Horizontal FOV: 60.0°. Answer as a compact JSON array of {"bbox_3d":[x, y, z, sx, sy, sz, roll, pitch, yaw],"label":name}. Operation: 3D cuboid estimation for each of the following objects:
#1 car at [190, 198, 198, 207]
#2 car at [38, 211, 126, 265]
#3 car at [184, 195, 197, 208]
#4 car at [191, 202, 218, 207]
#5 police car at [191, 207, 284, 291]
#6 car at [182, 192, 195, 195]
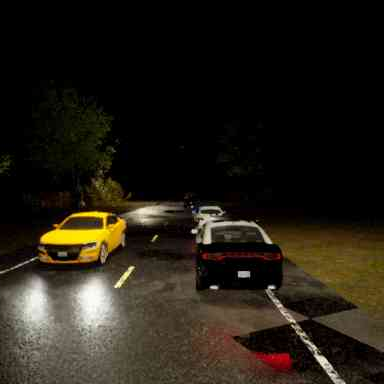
[{"bbox_3d":[0.960,1.466,25.064,1.882,1.535,5.008,0,0,0],"label":"car"},{"bbox_3d":[-3.641,1.474,11.837,1.882,1.535,5.008,0,0,0],"label":"car"},{"bbox_3d":[-0.139,1.507,46.014,2.033,1.411,5.357,0,0,0],"label":"car"},{"bbox_3d":[0.983,1.519,19.065,1.812,1.442,4.674,0,0,0],"label":"car"},{"bbox_3d":[1.020,1.423,9.174,1.930,1.638,5.238,0,0,0],"label":"police car"},{"bbox_3d":[-0.224,1.148,63.466,2.150,2.045,5.566,0,0,0],"label":"car"}]
